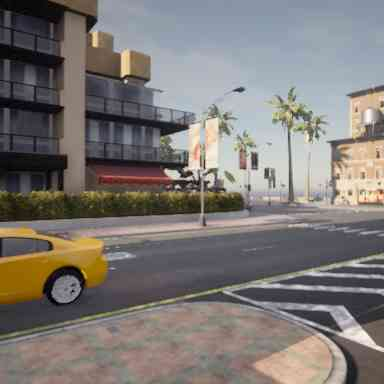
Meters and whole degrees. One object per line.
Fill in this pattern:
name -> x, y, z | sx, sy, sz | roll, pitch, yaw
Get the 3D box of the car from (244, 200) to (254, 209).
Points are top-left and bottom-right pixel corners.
car -> 6.895, 1.645, 48.412 | 2.128, 1.511, 4.902 | 0, 0, -35

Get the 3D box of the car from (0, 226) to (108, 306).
car -> -4.201, 1.479, 6.522 | 5.008, 1.535, 1.882 | 0, 0, -35
